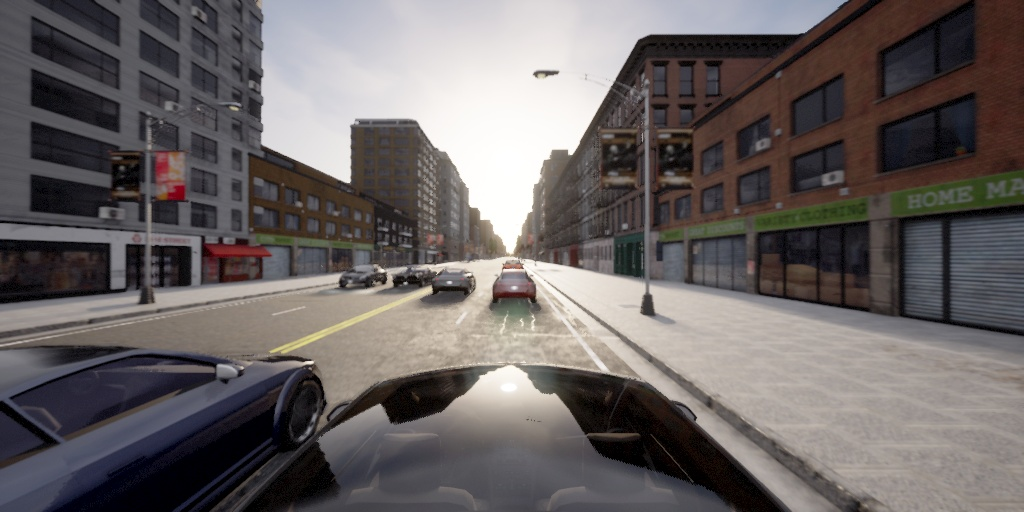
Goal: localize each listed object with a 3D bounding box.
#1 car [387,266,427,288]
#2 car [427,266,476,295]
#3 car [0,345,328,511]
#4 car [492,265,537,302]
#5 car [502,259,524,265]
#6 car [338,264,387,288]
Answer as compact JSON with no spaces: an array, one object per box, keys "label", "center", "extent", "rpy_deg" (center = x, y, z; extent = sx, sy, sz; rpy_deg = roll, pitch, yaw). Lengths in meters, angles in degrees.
[{"label":"car","center":[-6.499,1.355,24.131],"extent":[1.895,1.301,4.718],"rpy_deg":[0,0,0]},{"label":"car","center":[-3.148,1.313,20.040],"extent":[1.994,1.385,4.181],"rpy_deg":[0,0,0]},{"label":"car","center":[-3.148,1.314,2.510],"extent":[1.994,1.385,4.181],"rpy_deg":[0,0,0]},{"label":"car","center":[0.102,1.313,17.059],"extent":[1.994,1.385,4.181],"rpy_deg":[0,0,0]},{"label":"car","center":[0.102,1.106,34.864],"extent":[2.097,1.767,4.553],"rpy_deg":[0,0,0]},{"label":"car","center":[-9.751,1.280,23.947],"extent":[1.812,1.442,4.674],"rpy_deg":[0,0,0]}]
